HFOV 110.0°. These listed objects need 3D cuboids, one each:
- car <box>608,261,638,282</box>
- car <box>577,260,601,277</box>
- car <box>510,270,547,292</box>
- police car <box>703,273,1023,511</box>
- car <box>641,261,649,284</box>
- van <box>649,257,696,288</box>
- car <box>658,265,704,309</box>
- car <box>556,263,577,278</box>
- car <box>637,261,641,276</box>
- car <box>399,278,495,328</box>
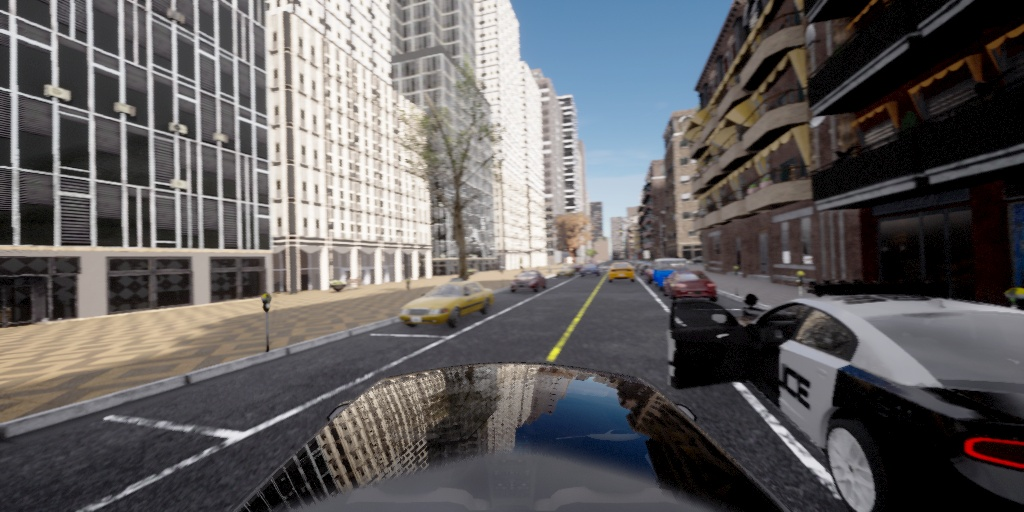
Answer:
[{"bbox_3d":[8.907,1.275,29.216,1.882,1.535,5.008,-2,-1,17],"label":"car"},{"bbox_3d":[8.427,1.459,38.448,1.812,1.442,4.674,-2,-1,17],"label":"car"},{"bbox_3d":[1.175,1.566,23.234,1.802,1.307,4.207,0,0,16],"label":"car"},{"bbox_3d":[3.808,1.072,3.872,1.930,1.638,5.238,-2,-1,16],"label":"police car"},{"bbox_3d":[10.776,1.135,26.160,1.967,1.591,4.097,0,0,16],"label":"car"},{"bbox_3d":[9.205,1.021,20.855,1.690,1.789,3.998,0,0,16],"label":"van"},{"bbox_3d":[7.634,1.247,15.551,1.802,1.307,4.207,0,0,16],"label":"car"},{"bbox_3d":[5.840,1.555,38.985,1.751,1.417,4.829,0,0,16],"label":"car"},{"bbox_3d":[13.918,1.277,36.770,2.007,1.370,4.403,0,0,16],"label":"car"},{"bbox_3d":[-2.016,1.480,12.461,1.751,1.417,4.829,0,0,16],"label":"car"}]
